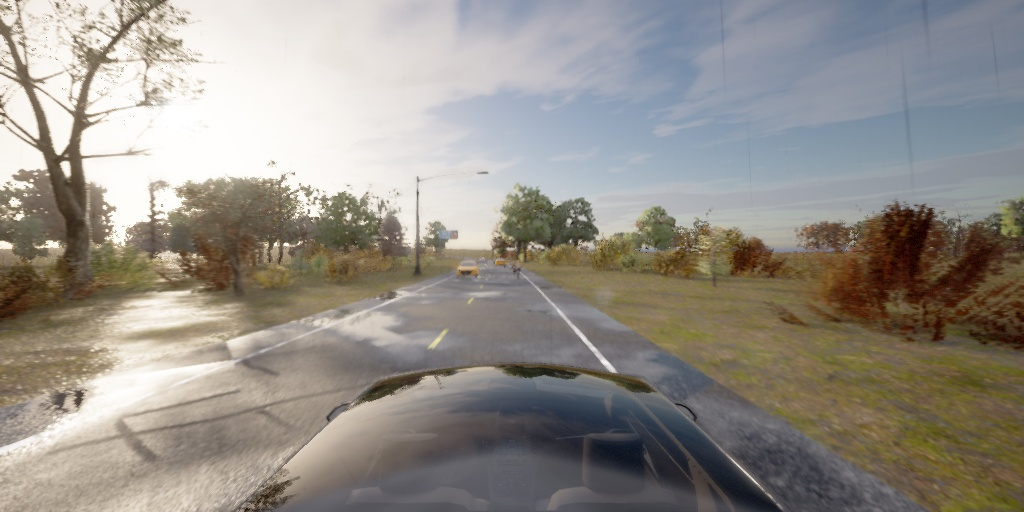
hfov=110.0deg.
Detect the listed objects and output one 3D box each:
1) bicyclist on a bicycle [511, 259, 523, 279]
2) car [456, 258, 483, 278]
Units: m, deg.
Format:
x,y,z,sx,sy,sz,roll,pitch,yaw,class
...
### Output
x,y,z,sx,sy,sz,roll,pitch,yaw,class
0.541,1.173,30.722,0.866,1.612,1.509,0,0,-1,bicyclist on a bicycle
-4.099,1.225,33.998,1.882,1.535,5.008,0,0,-2,car
